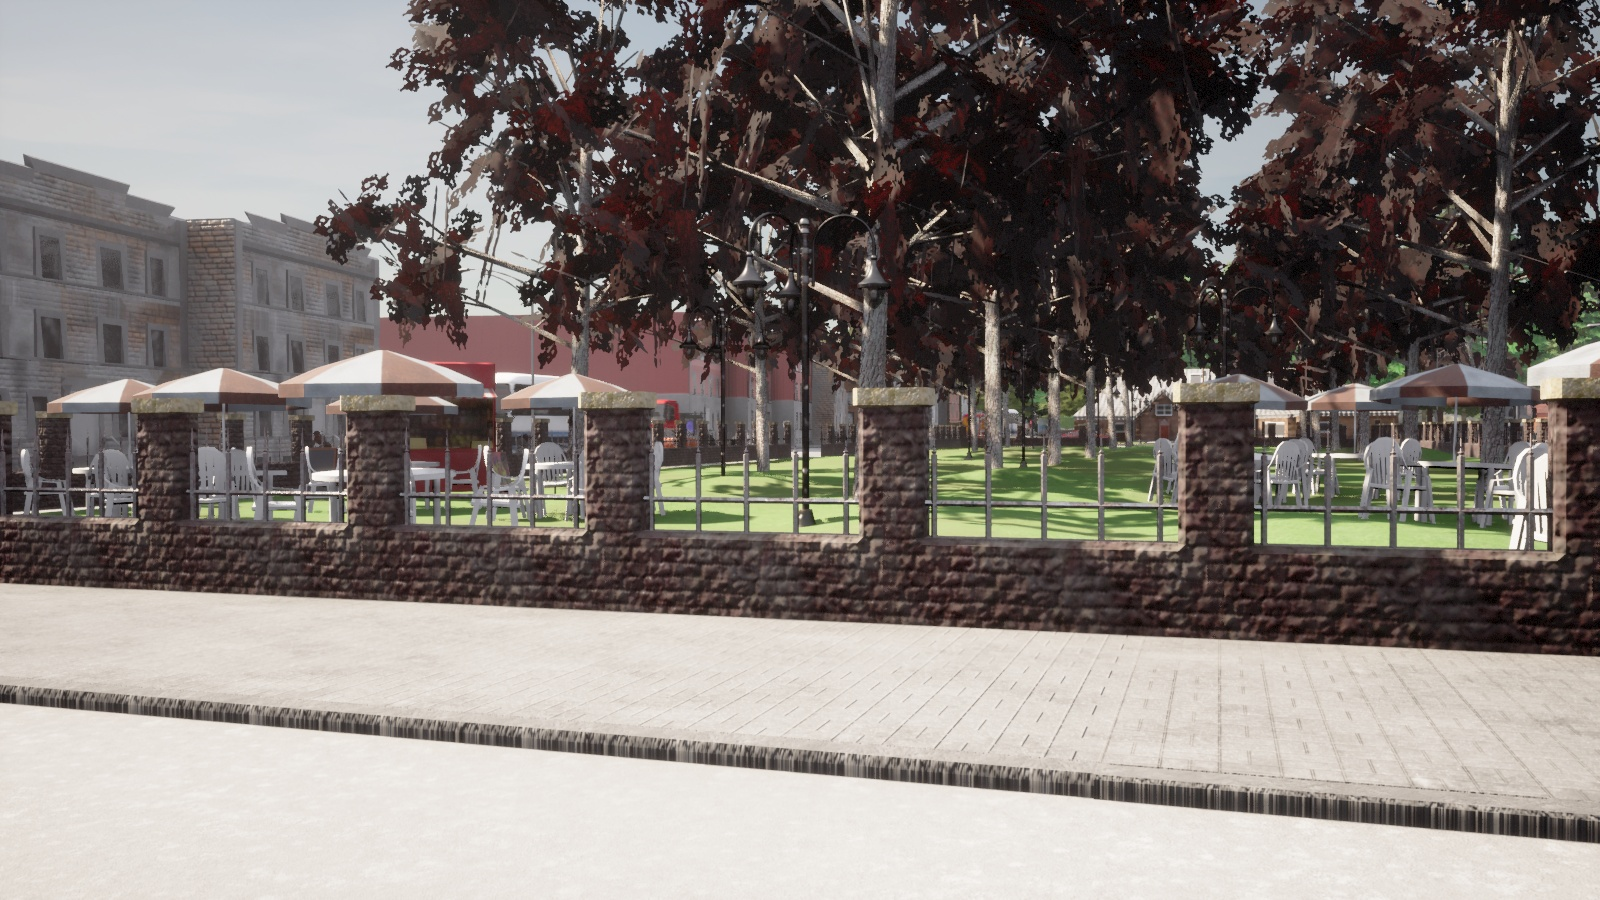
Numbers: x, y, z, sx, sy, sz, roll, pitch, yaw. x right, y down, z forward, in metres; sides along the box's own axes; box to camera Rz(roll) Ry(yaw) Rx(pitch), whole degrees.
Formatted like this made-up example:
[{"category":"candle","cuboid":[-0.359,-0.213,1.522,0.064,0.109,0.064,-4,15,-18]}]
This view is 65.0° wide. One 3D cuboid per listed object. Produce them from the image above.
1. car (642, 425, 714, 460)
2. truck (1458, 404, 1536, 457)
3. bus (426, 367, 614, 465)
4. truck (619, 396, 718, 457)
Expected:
[{"category":"car","cuboid":[-6.429,-0.405,66.589,2.097,1.767,4.553,1,1,18]},{"category":"truck","cuboid":[47.844,-1.360,86.422,2.891,3.462,7.936,0,1,15]},{"category":"bus","cuboid":[-12.972,-1.552,59.568,3.944,4.253,10.273,1,1,18]},{"category":"truck","cuboid":[-7.745,-1.390,75.258,2.891,3.462,7.936,1,1,18]}]
